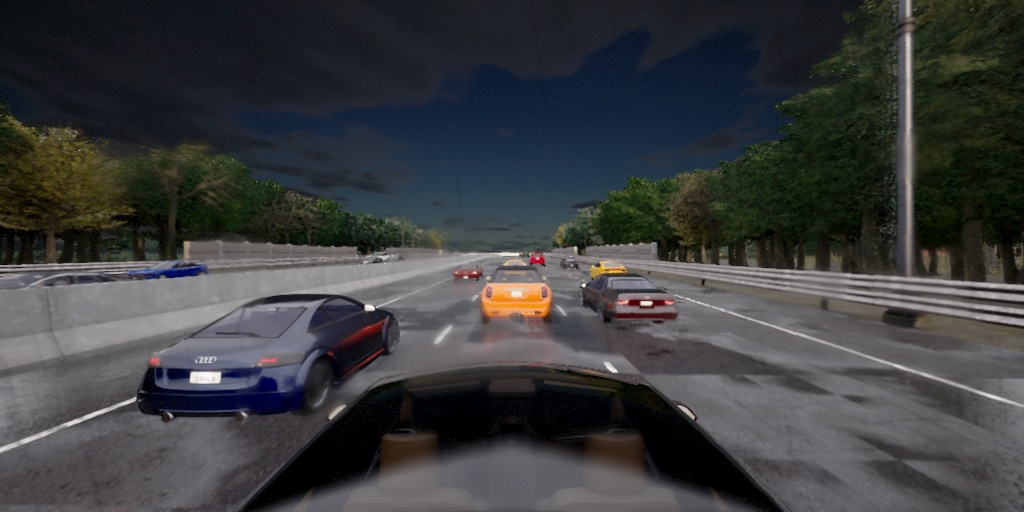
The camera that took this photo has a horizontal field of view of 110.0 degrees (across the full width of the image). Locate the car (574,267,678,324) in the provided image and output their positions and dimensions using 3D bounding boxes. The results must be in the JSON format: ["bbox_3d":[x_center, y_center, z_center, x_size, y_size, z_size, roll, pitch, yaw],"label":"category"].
[{"bbox_3d":[3.537,1.278,11.908,2.033,1.411,5.357,0,0,0],"label":"car"}]

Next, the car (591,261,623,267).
[{"bbox_3d":[7.056,1.116,26.586,1.882,1.535,5.008,0,1,2],"label":"car"}]

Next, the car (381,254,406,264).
[{"bbox_3d":[-17.316,0.804,53.455,1.837,1.490,4.892,0,1,1],"label":"car"}]

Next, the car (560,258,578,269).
[{"bbox_3d":[7.296,0.934,45.845,1.812,1.442,4.674,0,1,0],"label":"car"}]

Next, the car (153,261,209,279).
[{"bbox_3d":[-24.368,1.119,25.644,1.882,1.535,5.008,0,1,-1],"label":"car"}]

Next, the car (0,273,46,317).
[{"bbox_3d":[-17.570,1.293,10.661,1.994,1.385,4.181,0,0,0],"label":"car"}]

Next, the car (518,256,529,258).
[{"bbox_3d":[0.235,1.069,31.152,1.882,1.535,5.008,0,1,0],"label":"car"}]

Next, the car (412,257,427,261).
[{"bbox_3d":[-13.819,0.864,53.462,1.994,1.385,4.181,0,1,1],"label":"car"}]

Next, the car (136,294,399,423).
[{"bbox_3d":[-3.381,1.309,5.967,1.994,1.385,4.181,0,0,0],"label":"car"}]

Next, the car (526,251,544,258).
[{"bbox_3d":[3.756,0.508,54.633,2.150,2.045,5.566,0,1,0],"label":"car"}]

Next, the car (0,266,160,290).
[{"bbox_3d":[-14.069,1.221,10.709,2.128,1.511,4.902,0,0,0],"label":"car"}]

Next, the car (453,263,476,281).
[{"bbox_3d":[-3.282,1.224,27.913,1.895,1.301,4.718,0,1,0],"label":"car"}]

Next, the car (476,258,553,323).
[{"bbox_3d":[0.142,1.079,12.185,2.097,1.767,4.553,0,0,0],"label":"car"}]

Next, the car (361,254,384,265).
[{"bbox_3d":[-20.815,0.790,53.472,2.128,1.511,4.902,0,1,1],"label":"car"}]
